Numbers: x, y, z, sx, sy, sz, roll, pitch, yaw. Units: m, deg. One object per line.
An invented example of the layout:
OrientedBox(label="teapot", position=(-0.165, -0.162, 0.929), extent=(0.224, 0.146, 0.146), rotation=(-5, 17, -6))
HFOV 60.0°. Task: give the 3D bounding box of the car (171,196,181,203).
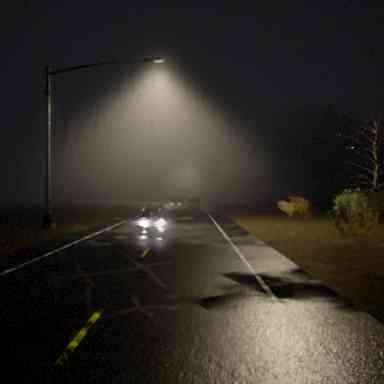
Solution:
OrientedBox(label="car", position=(-3.505, 1.610, 73.160), extent=(1.882, 1.535, 5.008), rotation=(0, 0, 0))

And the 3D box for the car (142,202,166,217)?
OrientedBox(label="car", position=(-3.601, 1.662, 31.913), extent=(1.895, 1.301, 4.718), rotation=(0, 0, 0))

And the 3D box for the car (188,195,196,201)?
OrientedBox(label="car", position=(-0.006, 1.500, 83.907), extent=(2.128, 1.511, 4.902), rotation=(0, 0, 0))

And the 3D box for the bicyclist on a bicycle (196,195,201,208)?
OrientedBox(label="bicyclist on a bicycle", position=(0.958, 1.463, 48.604), extent=(0.659, 1.776, 1.843), rotation=(0, 0, 0))

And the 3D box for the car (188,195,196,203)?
OrientedBox(label="car", position=(-0.006, 1.735, 73.636), extent=(1.895, 1.301, 4.718), rotation=(0, 0, 0))

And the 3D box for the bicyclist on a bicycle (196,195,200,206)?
OrientedBox(label="bicyclist on a bicycle", position=(0.958, 1.480, 57.604), extent=(0.659, 1.776, 1.843), rotation=(0, 0, 0))
